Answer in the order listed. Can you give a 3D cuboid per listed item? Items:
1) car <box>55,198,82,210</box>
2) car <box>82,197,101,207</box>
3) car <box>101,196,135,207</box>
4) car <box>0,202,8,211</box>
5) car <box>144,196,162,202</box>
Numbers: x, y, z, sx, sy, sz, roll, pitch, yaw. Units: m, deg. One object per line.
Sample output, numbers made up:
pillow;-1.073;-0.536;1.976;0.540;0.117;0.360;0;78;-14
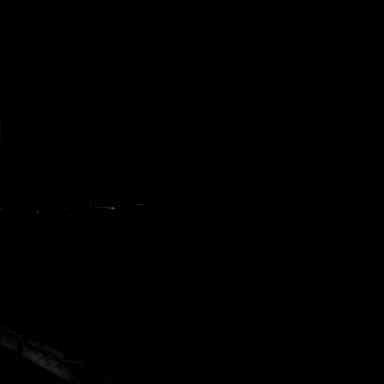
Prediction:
car;-17.051;1.538;41.529;2.033;1.411;5.357;0;0;39
car;-15.787;1.504;48.687;2.033;1.411;5.357;0;0;39
car;-10.550;1.425;49.603;1.837;1.490;4.892;0;1;39
car;-22.217;1.562;40.708;1.994;1.385;4.181;0;0;38
car;-7.247;1.354;59.268;1.994;1.385;4.181;0;1;39
